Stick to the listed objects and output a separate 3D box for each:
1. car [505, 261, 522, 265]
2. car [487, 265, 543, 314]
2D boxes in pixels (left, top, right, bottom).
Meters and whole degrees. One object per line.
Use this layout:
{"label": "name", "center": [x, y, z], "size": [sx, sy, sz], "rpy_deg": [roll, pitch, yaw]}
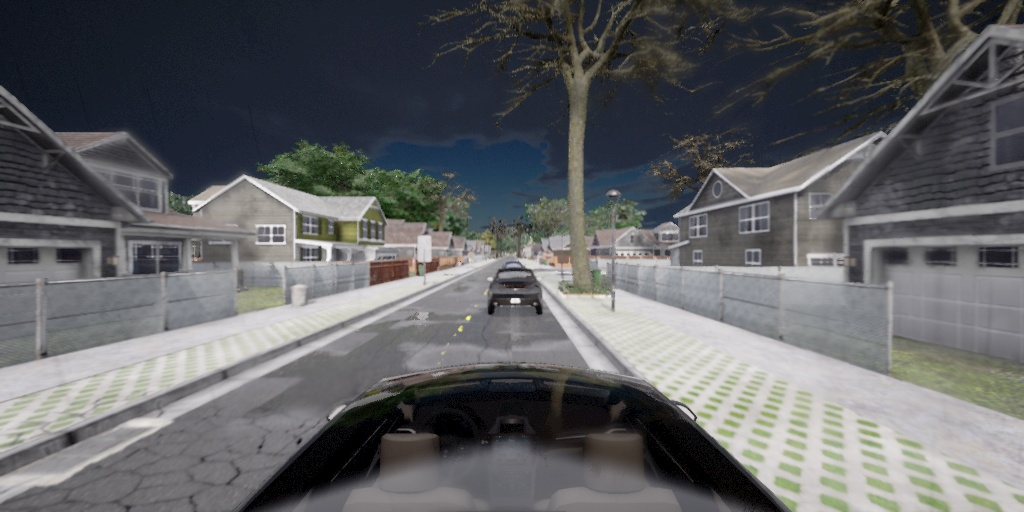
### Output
{"label": "car", "center": [0.108, 1.136, 28.667], "size": [1.812, 1.442, 4.674], "rpy_deg": [0, 0, 0]}
{"label": "car", "center": [0.105, 1.190, 13.484], "size": [1.837, 1.490, 4.892], "rpy_deg": [0, -1, 0]}
